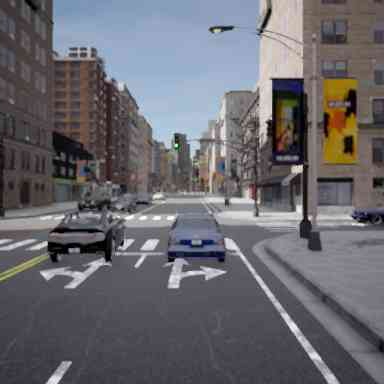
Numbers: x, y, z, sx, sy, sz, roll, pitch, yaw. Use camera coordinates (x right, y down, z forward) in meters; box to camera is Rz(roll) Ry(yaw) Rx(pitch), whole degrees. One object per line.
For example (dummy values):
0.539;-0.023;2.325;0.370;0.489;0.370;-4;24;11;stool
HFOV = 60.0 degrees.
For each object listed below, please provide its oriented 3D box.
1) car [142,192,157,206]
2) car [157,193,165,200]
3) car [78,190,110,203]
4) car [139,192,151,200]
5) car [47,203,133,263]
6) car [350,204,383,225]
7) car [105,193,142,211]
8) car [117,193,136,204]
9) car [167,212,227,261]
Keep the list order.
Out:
-6.447;1.067;44.805;2.033;1.411;5.357;0;1;0;car
-6.298;0.861;64.017;1.812;1.442;4.674;0;0;0;car
-9.733;0.859;33.781;2.150;2.045;5.566;0;1;0;car
-9.534;0.817;67.561;1.837;1.490;4.892;0;1;0;car
-3.445;1.368;11.558;2.128;1.511;4.902;0;1;-5;car
12.687;1.389;21.088;4.718;1.301;1.895;0;0;-3;car
-6.494;1.145;32.092;2.128;1.511;4.902;0;1;0;car
-9.659;0.952;49.384;1.882;1.535;5.008;0;0;1;car
0.137;1.421;11.750;2.033;1.411;5.357;0;1;0;car
